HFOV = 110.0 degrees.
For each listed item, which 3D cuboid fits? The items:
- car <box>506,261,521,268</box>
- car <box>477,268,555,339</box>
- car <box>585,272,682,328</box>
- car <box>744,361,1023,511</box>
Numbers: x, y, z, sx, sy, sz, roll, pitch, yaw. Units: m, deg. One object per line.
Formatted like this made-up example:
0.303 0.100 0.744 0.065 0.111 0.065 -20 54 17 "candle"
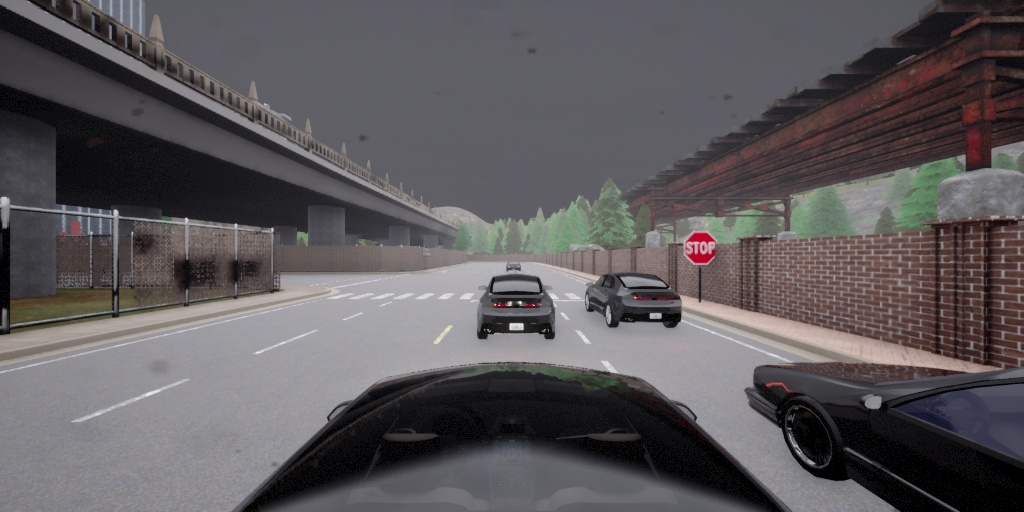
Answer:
0.184 1.351 46.316 1.895 1.301 4.718 0 0 -1 "car"
0.099 1.255 10.034 1.837 1.490 4.892 0 0 0 "car"
3.600 1.255 11.393 1.837 1.490 4.892 0 0 0 "car"
3.600 1.297 1.647 2.033 1.411 5.357 0 0 0 "car"
